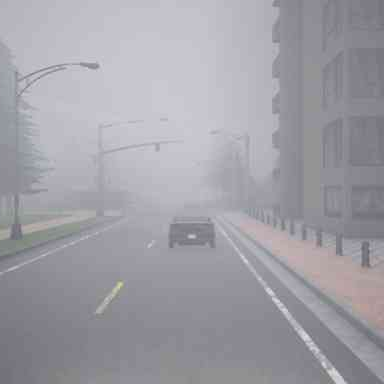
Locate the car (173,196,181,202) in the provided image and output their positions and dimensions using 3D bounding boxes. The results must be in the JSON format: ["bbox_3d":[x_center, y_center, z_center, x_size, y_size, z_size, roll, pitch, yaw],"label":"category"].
[{"bbox_3d":[-3.500,1.530,78.112,2.033,1.411,5.357,0,0,0],"label":"car"}]

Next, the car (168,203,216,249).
[{"bbox_3d":[0.000,1.483,14.650,1.882,1.535,5.008,0,0,0],"label":"car"}]

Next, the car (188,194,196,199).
[{"bbox_3d":[0.000,1.214,81.376,2.097,1.767,4.553,0,0,0],"label":"car"}]

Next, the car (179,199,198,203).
[{"bbox_3d":[0.000,1.571,29.650,1.994,1.385,4.181,0,0,0],"label":"car"}]

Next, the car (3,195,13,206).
[{"bbox_3d":[-27.524,1.159,50.799,1.905,1.878,3.866,0,0,-1],"label":"car"}]

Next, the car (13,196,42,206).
[{"bbox_3d":[-25.019,1.157,51.246,1.932,1.855,4.605,0,0,-1],"label":"car"}]
